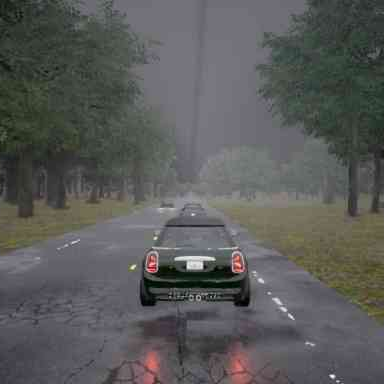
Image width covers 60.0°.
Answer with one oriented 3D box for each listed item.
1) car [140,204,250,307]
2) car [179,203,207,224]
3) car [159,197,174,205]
[{"bbox_3d":[0.088,1.352,8.158,2.097,1.767,4.553,0,0,1],"label":"car"},{"bbox_3d":[0.071,1.568,25.441,1.994,1.385,4.181,0,0,0],"label":"car"},{"bbox_3d":[-3.599,1.570,48.454,1.837,1.490,4.892,0,-1,0],"label":"car"}]
